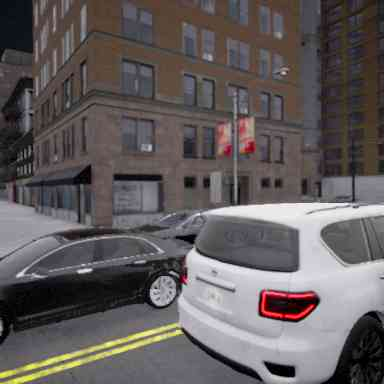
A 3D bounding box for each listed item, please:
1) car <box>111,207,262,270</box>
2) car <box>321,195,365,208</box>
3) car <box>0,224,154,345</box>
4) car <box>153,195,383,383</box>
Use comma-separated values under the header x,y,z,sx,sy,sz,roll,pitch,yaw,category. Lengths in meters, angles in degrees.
x,y,z,sx,sy,sz,roll,pitch,yaw,category
-0.071,1.395,11.563,4.902,1.511,2.128,-1,0,-35,car
17.629,1.060,39.077,1.947,1.339,4.313,-1,0,-35,car
-2.183,1.480,6.107,4.892,1.490,1.837,0,0,-35,car
2.429,1.153,5.138,5.566,2.045,2.150,-1,1,-35,car
